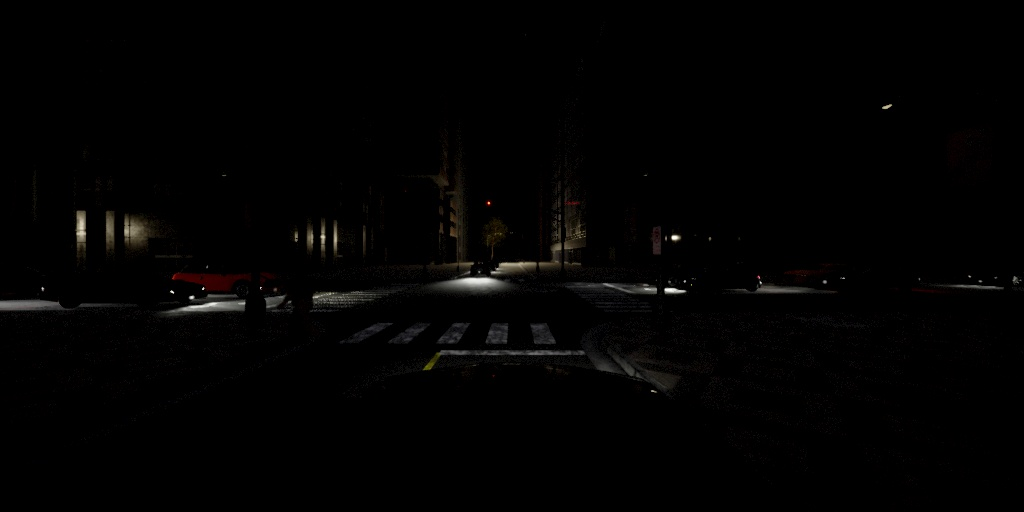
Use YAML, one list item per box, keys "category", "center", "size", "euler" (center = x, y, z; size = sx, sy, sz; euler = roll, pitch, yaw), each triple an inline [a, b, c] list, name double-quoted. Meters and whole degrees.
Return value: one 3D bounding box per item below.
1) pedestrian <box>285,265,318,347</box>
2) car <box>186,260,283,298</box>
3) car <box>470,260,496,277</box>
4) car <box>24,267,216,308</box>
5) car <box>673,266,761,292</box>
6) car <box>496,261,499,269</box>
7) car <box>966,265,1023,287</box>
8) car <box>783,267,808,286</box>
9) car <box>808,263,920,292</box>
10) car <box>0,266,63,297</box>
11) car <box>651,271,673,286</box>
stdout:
- category: "pedestrian"
  center: [-4.610, 1.043, 7.857]
  size: [0.375, 1.860, 0.375]
  euler: [0, 0, 0]
- category: "car"
  center: [-13.977, 1.091, 17.784]
  size: [4.553, 1.767, 2.097]
  euler: [0, 0, 0]
- category: "car"
  center: [-3.085, 1.237, 36.106]
  size: [2.128, 1.511, 4.902]
  euler: [0, 0, 0]
- category: "car"
  center: [-15.635, 1.292, 14.540]
  size: [5.357, 1.411, 2.033]
  euler: [0, 0, 0]
- category: "car"
  center: [12.184, 1.321, 21.125]
  size: [4.181, 1.385, 1.994]
  euler: [0, 0, 0]
- category: "car"
  center: [-3.104, 1.249, 47.140]
  size: [1.837, 1.490, 4.892]
  euler: [0, 0, 0]
- category: "car"
  center: [34.392, 1.328, 24.270]
  size: [5.357, 1.411, 2.033]
  euler: [0, 0, 0]
- category: "car"
  center: [21.230, 1.240, 24.335]
  size: [5.008, 1.535, 1.882]
  euler: [0, 0, 0]
- category: "car"
  center: [20.879, 1.259, 21.087]
  size: [4.902, 1.511, 2.128]
  euler: [0, 0, 0]
- category: "car"
  center: [-23.182, 1.224, 17.821]
  size: [4.902, 1.511, 2.128]
  euler: [0, 0, 0]
- category: "car"
  center: [12.095, 1.352, 24.377]
  size: [4.718, 1.301, 1.895]
  euler: [0, 0, 3]
